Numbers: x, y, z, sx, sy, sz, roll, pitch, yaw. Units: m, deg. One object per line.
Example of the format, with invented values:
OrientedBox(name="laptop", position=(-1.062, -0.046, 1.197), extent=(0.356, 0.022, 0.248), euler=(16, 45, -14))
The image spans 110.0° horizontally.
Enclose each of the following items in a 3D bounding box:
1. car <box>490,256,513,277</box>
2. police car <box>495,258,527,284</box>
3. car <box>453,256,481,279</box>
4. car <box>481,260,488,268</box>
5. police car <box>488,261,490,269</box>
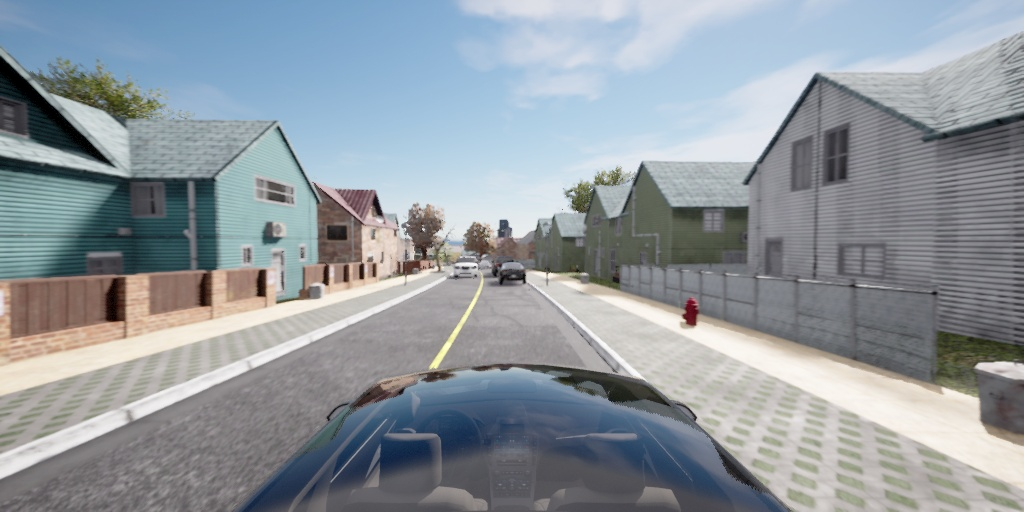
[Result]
OrientedBox(name="car", position=(-0.849, 1.021, 36.960), extent=(2.150, 2.045, 5.566), euler=(0, 0, -5))
OrientedBox(name="police car", position=(-0.048, 1.183, 27.008), extent=(1.930, 1.638, 5.238), euler=(0, 0, -4))
OrientedBox(name="car", position=(-4.311, 1.024, 34.153), extent=(2.150, 2.045, 5.566), euler=(0, 0, -5))
OrientedBox(name="car", position=(-4.675, 1.487, 61.303), extent=(1.812, 1.442, 4.674), euler=(0, 0, -10))
OrientedBox(name="police car", position=(-1.462, 1.258, 43.051), extent=(1.930, 1.638, 5.238), euler=(0, 0, -6))
